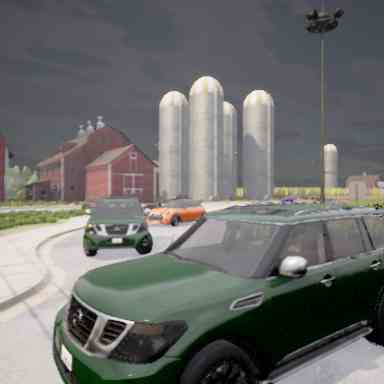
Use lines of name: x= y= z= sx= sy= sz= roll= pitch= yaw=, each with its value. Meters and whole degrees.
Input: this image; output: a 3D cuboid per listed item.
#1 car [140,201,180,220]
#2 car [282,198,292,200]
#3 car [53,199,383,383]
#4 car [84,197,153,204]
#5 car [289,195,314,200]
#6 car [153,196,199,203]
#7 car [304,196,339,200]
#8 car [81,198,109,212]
car: x=-2.847 y=1.524 z=29.094 sx=1.784 sy=1.438 sz=3.905 roll=0 pitch=0 yaw=-36
car: x=6.121 y=1.551 z=29.674 sx=5.357 sy=1.411 sz=2.033 roll=0 pitch=0 yaw=-36
car: x=1.061 y=1.224 z=4.760 sx=5.566 sy=2.045 sz=2.150 roll=0 pitch=0 yaw=-36
car: x=-2.975 y=1.223 z=13.481 sx=2.150 sy=2.045 sz=5.566 roll=0 pitch=0 yaw=-11
car: x=15.210 y=1.315 z=42.484 sx=1.932 sy=1.855 sz=4.605 roll=0 pitch=0 yaw=-36
car: x=-0.946 y=1.354 z=23.039 sx=2.097 sy=1.767 sz=4.553 roll=0 pitch=0 yaw=38
car: x=14.783 y=1.496 z=35.931 sx=4.902 sy=1.511 sz=2.128 roll=0 pitch=0 yaw=-36
car: x=-11.391 y=1.509 z=38.786 sx=1.816 sy=1.474 sz=4.193 roll=0 pitch=0 yaw=-36
